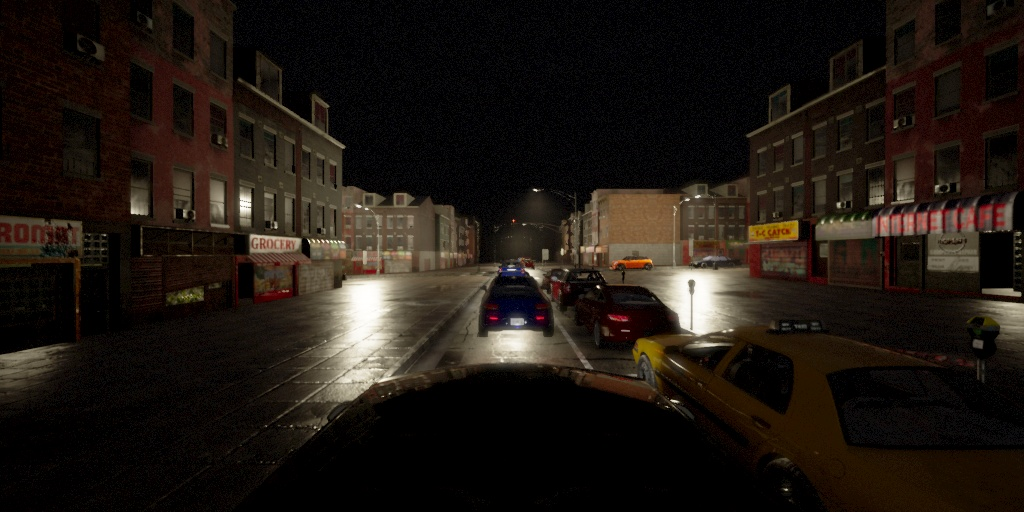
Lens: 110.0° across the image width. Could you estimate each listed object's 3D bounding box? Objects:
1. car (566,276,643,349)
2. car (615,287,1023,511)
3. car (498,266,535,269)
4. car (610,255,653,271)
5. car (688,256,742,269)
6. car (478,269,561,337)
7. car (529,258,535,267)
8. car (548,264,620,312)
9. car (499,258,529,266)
[{"bbox_3d":[2.634,1.332,8.859,1.802,1.307,4.207,0,0,0],"label":"car"},{"bbox_3d":[2.637,1.275,3.562,1.751,1.417,4.829,0,0,0],"label":"car"},{"bbox_3d":[0.096,1.357,17.555,1.895,1.301,4.718,0,0,0],"label":"car"},{"bbox_3d":[13.335,0.732,40.308,4.553,1.767,2.097,-1,0,0],"label":"car"},{"bbox_3d":[22.822,0.682,40.333,5.357,1.411,2.033,-1,0,0],"label":"car"},{"bbox_3d":[0.068,1.276,10.160,1.812,1.442,4.674,0,0,-1],"label":"car"},{"bbox_3d":[2.606,1.305,57.133,1.967,1.591,4.097,0,0,0],"label":"car"},{"bbox_3d":[2.631,1.193,14.326,1.967,1.591,4.097,0,0,0],"label":"car"},{"bbox_3d":[-0.026,1.123,27.453,2.097,1.767,4.553,0,0,0],"label":"car"}]
